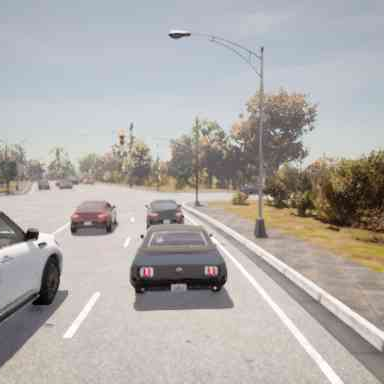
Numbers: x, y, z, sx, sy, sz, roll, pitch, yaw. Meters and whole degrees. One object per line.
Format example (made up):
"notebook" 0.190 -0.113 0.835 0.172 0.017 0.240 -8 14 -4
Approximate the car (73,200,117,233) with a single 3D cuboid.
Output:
"car" -4.904 1.129 16.892 1.812 1.442 4.674 0 2 -8

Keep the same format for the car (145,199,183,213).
"car" -1.470 1.097 17.489 1.812 1.442 4.674 0 2 -8

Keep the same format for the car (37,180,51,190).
"car" -25.282 -1.141 56.901 1.837 1.490 4.892 -1 4 -24

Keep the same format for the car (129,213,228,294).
"car" -0.391 1.465 8.472 1.895 1.301 4.718 0 1 -4

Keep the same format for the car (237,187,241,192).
"car" 9.132 -0.433 50.673 4.892 1.490 1.837 1 3 -22

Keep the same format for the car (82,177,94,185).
"car" -26.022 -2.779 83.542 2.097 1.767 4.553 -2 3 -25

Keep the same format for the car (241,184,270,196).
"car" 9.886 -0.156 47.223 4.718 1.301 1.895 1 3 -22

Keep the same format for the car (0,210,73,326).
"car" -3.659 1.170 4.578 2.150 2.045 5.566 0 1 -3

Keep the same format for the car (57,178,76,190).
"car" -22.082 -1.375 58.301 2.097 1.767 4.553 -1 4 -24

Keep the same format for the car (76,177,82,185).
"car" -29.032 -2.557 81.725 1.882 1.535 5.008 -2 3 -25
